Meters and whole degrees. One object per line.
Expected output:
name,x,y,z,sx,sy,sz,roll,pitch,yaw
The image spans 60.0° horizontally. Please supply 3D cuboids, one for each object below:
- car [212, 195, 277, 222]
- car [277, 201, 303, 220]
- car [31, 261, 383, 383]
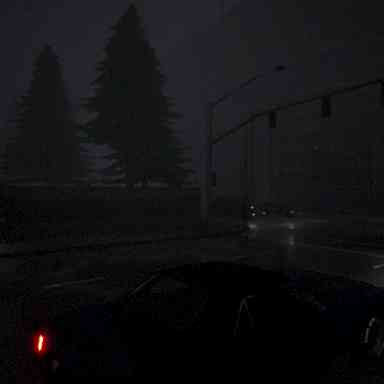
car,3.965,1.274,27.748,2.150,2.045,5.566,0,0,-35
car,7.343,1.557,29.256,1.837,1.490,4.892,0,0,-38
car,0.670,1.600,4.260,4.718,1.301,1.895,0,0,-35
